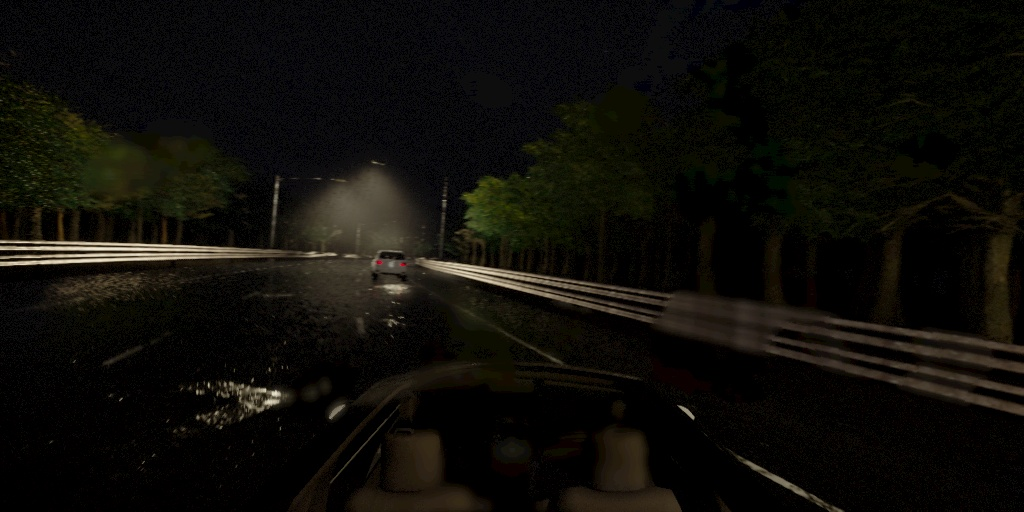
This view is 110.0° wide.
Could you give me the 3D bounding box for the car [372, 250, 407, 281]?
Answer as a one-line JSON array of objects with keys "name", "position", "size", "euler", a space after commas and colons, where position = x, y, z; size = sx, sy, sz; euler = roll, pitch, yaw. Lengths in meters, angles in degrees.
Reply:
[{"name": "car", "position": [-8.808, 0.625, 25.718], "size": [2.150, 2.045, 5.566], "euler": [4, -1, -22]}]
